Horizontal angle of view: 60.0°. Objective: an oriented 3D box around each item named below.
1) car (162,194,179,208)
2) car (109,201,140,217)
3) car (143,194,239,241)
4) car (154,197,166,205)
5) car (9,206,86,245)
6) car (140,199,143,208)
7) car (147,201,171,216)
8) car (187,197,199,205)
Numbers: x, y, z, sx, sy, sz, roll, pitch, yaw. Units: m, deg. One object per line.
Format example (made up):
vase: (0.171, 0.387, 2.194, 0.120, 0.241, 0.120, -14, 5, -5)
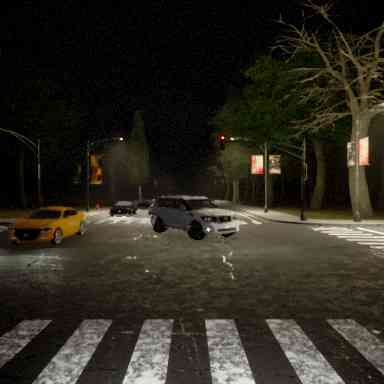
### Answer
car: (-3.242, 1.316, 50.571, 2.150, 2.045, 5.566, 0, -1, 0)
car: (-6.536, 1.581, 31.945, 1.994, 1.385, 4.181, 0, 0, 0)
car: (-0.082, 1.212, 17.313, 2.150, 2.045, 5.566, -1, 1, -37)
car: (-6.364, 1.765, 66.872, 2.033, 1.411, 5.357, 0, 0, 0)
car: (-6.565, 1.450, 15.660, 1.882, 1.535, 5.008, 0, 0, 0)
car: (-6.499, 1.671, 46.902, 1.895, 1.301, 4.718, 0, 0, 1)
car: (-3.282, 1.622, 33.769, 1.895, 1.301, 4.718, 0, 0, 0)
car: (0.227, 1.673, 62.258, 2.128, 1.511, 4.902, 0, 0, 0)
